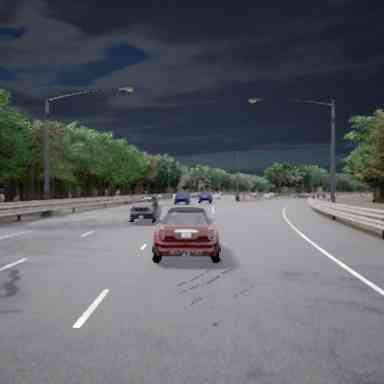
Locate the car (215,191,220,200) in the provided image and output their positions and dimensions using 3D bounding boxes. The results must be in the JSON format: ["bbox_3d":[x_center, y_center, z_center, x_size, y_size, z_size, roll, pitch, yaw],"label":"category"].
[{"bbox_3d":[6.042,0.860,85.565,2.150,2.045,5.566,0,0,10],"label":"car"}]

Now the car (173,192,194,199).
[{"bbox_3d":[-1.473,0.992,54.748,2.150,2.045,5.566,0,0,6],"label":"car"}]

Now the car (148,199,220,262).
[{"bbox_3d":[-0.172,1.317,12.167,2.097,1.767,4.553,0,0,0],"label":"car"}]

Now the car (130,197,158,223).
[{"bbox_3d":[-3.356,1.409,24.771,1.837,1.490,4.892,0,1,2],"label":"car"}]

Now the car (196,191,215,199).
[{"bbox_3d":[2.520,0.979,60.350,2.150,2.045,5.566,0,0,6],"label":"car"}]

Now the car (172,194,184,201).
[{"bbox_3d":[-2.962,1.196,73.051,1.812,1.442,4.674,0,0,8],"label":"car"}]
